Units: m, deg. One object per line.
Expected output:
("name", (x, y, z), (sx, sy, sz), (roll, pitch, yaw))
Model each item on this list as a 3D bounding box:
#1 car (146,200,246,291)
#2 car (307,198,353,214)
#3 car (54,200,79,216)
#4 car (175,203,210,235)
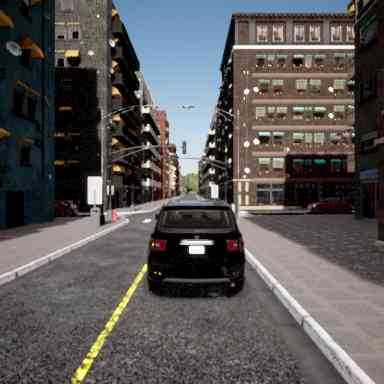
("car", (0.096, 1.222, 9.157), (2.150, 2.045, 5.566), (0, 0, 0))
("car", (13.560, 1.316, 32.956), (4.097, 1.590, 1.967), (-1, 0, 0))
("car", (-13.544, 1.575, 33.035), (4.097, 1.590, 1.967), (-1, 0, 0))
("car", (-0.027, 1.508, 19.907), (1.837, 1.490, 4.892), (0, 0, -1))
